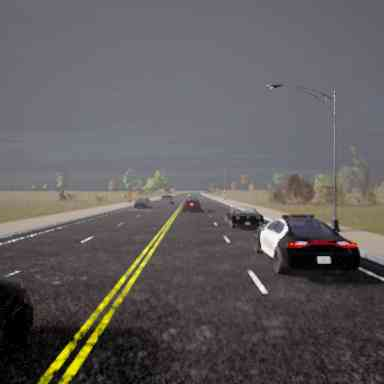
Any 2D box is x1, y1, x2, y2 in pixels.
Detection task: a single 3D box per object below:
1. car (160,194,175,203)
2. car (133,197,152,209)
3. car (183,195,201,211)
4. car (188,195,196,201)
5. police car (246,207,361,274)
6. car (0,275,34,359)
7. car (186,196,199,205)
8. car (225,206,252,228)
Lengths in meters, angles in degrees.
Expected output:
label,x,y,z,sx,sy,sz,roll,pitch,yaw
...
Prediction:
label,x,y,z,sx,sy,sz,roll,pitch,yaw
car,-3.252,1.058,44.434,1.812,1.442,4.674,0,0,0
car,-6.502,1.430,44.436,2.033,1.411,5.357,0,0,0
car,-0.010,1.399,38.808,2.163,1.488,4.792,0,0,0
car,-0.003,1.384,74.074,1.895,1.301,4.718,0,0,0
police car,3.249,1.481,10.590,2.038,1.542,4.974,0,0,0
car,-3.351,1.557,3.278,1.994,1.385,4.181,0,0,0
car,0.098,1.390,56.536,2.033,1.411,5.357,0,0,0
car,3.249,1.548,21.620,1.895,1.301,4.718,0,0,0
